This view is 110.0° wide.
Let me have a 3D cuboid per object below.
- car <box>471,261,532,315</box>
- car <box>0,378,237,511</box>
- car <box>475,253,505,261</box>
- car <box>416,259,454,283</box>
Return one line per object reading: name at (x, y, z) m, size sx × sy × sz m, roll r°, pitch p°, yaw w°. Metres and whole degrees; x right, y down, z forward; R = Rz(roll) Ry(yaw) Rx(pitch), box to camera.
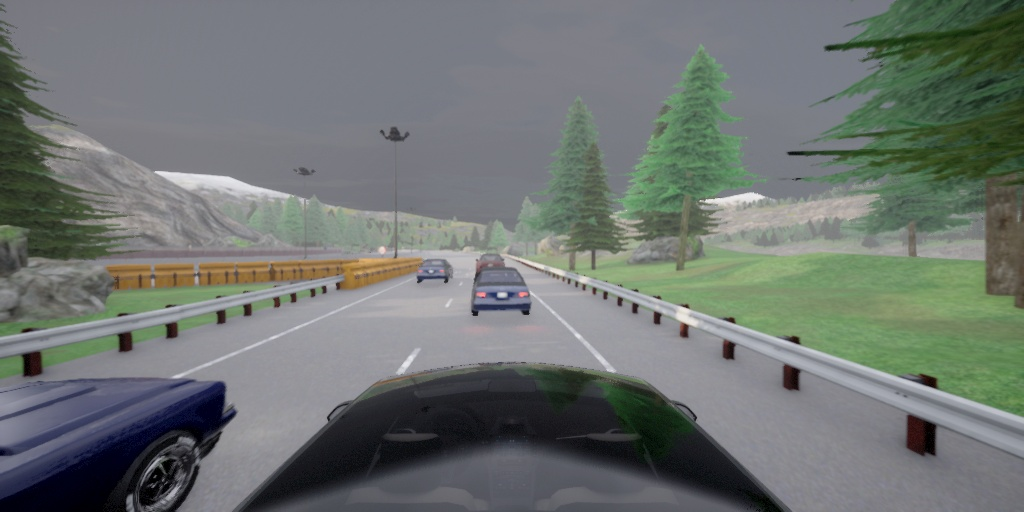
car at (-0.451, 1.072, 12.421) m, size 2.033 × 1.411 × 5.357 m, roll 0°, pitch 1°, yaw -4°
car at (-3.468, 1.370, 1.130) m, size 1.895 × 1.301 × 4.718 m, roll 0°, pitch 1°, yaw 0°
car at (-1.588, 0.587, 26.245) m, size 2.097 × 1.767 × 4.553 m, roll 0°, pitch 1°, yaw -5°
car at (-4.762, 0.865, 22.641) m, size 2.033 × 1.411 × 5.357 m, roll 0°, pitch 1°, yaw -5°
